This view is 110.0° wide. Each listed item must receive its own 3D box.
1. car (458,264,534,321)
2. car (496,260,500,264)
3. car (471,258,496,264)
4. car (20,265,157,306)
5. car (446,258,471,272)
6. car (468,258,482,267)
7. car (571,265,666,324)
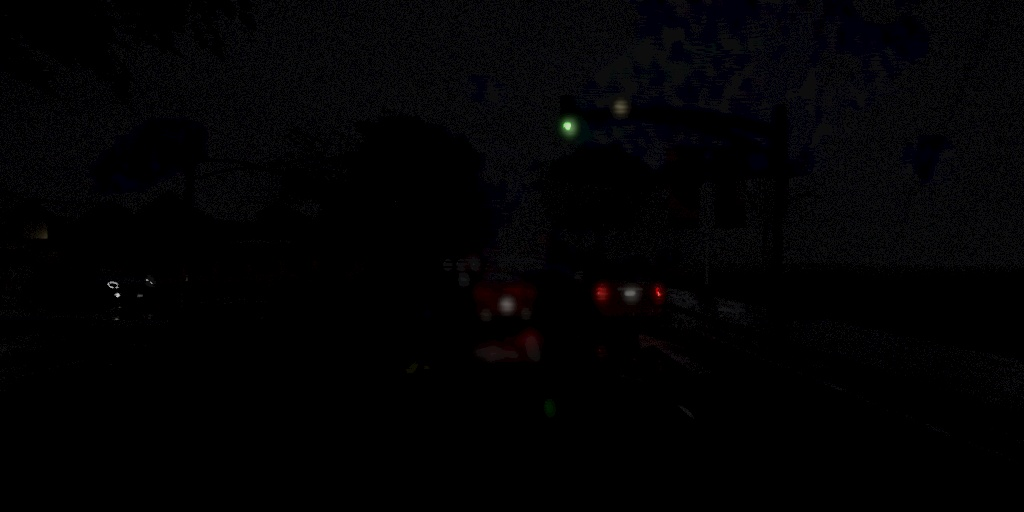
[{"bbox_3d":[-0.660,1.200,12.447,1.882,1.535,5.008,0,0,-12],"label":"car"},{"bbox_3d":[-3.264,1.168,64.296,1.994,1.385,4.181,0,0,0],"label":"car"},{"bbox_3d":[-3.345,1.000,43.089,2.097,1.767,4.553,0,0,0],"label":"car"},{"bbox_3d":[-19.317,1.274,16.516,4.553,1.767,2.097,-1,1,1],"label":"car"},{"bbox_3d":[-6.595,1.000,43.088,2.097,1.767,4.553,0,0,0],"label":"car"},{"bbox_3d":[-6.514,1.082,64.013,1.882,1.535,5.008,0,0,0],"label":"car"},{"bbox_3d":[3.314,1.075,12.012,2.097,1.767,4.553,0,0,0],"label":"car"}]
